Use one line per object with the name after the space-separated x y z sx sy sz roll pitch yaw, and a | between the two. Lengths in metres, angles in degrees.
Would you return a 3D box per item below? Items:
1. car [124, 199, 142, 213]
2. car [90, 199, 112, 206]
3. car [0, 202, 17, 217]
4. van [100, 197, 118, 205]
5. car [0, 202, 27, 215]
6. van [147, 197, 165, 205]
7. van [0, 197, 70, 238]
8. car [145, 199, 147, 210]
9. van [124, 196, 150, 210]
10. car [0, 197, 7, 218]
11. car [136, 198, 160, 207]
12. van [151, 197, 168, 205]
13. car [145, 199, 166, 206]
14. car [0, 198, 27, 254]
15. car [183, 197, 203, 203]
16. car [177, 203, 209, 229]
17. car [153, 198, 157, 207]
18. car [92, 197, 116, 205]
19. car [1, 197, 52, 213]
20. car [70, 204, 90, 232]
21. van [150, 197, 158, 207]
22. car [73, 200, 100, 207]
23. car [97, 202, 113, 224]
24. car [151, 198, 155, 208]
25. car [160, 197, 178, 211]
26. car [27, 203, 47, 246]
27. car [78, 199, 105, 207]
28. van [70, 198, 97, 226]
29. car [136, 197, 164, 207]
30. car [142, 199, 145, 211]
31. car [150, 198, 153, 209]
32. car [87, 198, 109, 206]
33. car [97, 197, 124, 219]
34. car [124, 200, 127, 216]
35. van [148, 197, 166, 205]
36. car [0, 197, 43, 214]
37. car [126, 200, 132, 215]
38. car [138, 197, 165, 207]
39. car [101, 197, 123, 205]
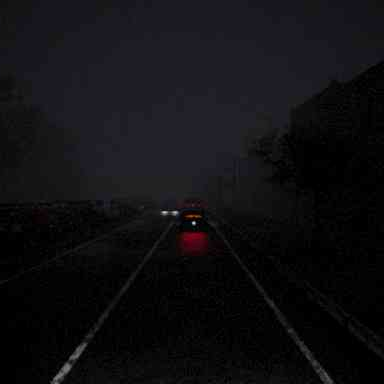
-8.841 1.893 38.866 5.008 1.535 2.097 0 -1 0 | car
-21.922 2.533 80.419 4.792 1.488 2.163 0 -1 0 | car
-21.918 1.855 35.866 5.008 1.535 2.097 0 -1 0 | car
-22.072 2.400 88.748 4.442 1.987 1.878 0 -1 0 | van
-21.923 1.930 38.526 4.674 1.452 2.002 0 -1 0 | car
-8.989 2.324 83.714 4.442 1.987 1.878 0 -1 0 | van
-8.719 1.399 16.443 4.442 1.987 1.878 0 -1 0 | van
-8.878 2.003 44.468 4.792 1.488 2.163 0 -1 0 | car
-8.734 1.789 47.275 4.442 1.987 1.878 0 -1 0 | van
-21.894 1.568 33.083 5.566 2.045 2.435 0 -1 0 | car
-8.831 2.177 66.895 4.553 1.767 2.185 0 -1 0 | car
-8.994 2.447 92.121 4.442 1.987 1.878 0 -1 0 | van
-8.865 2.510 80.907 4.892 1.521 2.231 0 -1 0 | car
-8.865 1.312 10.839 5.566 2.045 2.435 0 -1 0 | car
0.129 1.668 40.482 2.150 2.045 5.566 0 -1 0 | car
0.118 1.742 23.424 1.837 1.490 4.892 0 -1 0 | car
-8.851 2.138 55.681 5.008 1.535 2.097 0 -1 0 | car
-21.981 2.293 83.198 5.566 2.045 2.435 0 -1 0 | car
-21.900 1.719 44.099 5.566 2.045 2.435 0 -1 0 | car
-8.829 1.658 19.245 4.892 1.521 2.231 0 -1 0 | car
-8.741 1.954 58.487 4.442 1.987 1.878 0 -1 0 | van
-21.949 2.342 69.316 4.892 1.521 2.231 0 -1 0 | car
-8.832 1.721 24.851 5.008 1.535 2.097 0 -1 0 | car
-8.825 2.127 52.877 4.792 1.488 2.163 0 -1 0 | car
-3.275 1.828 51.479 2.150 2.045 5.566 0 -1 0 | car
-8.804 1.467 13.638 4.553 1.767 2.185 0 -1 0 | car
-21.760 2.378 72.093 5.366 1.575 1.946 0 -1 0 | car
-8.952 1.463 22.050 4.442 1.987 1.878 0 -1 0 | van
-8.836 2.093 69.699 5.566 2.045 2.435 0 -1 0 | car
-9.033 1.930 41.666 5.366 1.575 1.946 0 -1 0 | car
-8.823 2.086 50.074 4.792 1.488 2.163 0 -1 0 | car
-21.980 2.337 77.644 4.553 1.767 2.185 0 -1 0 | car
-8.868 1.502 27.657 5.566 2.045 2.435 0 -1 0 | car
-8.836 1.786 30.461 4.892 1.521 2.231 0 -1 0 | car
-8.991 2.365 86.517 4.442 1.987 1.878 0 -1 0 | van
-21.898 1.680 41.438 5.566 2.045 2.435 0 -1 0 | car
-8.813 1.849 33.258 4.792 1.488 2.163 0 -1 0 | car
-8.837 2.134 72.502 5.566 2.045 2.435 0 -1 0 | car
-21.986 2.415 91.524 5.566 2.045 2.435 0 -1 0 | car
